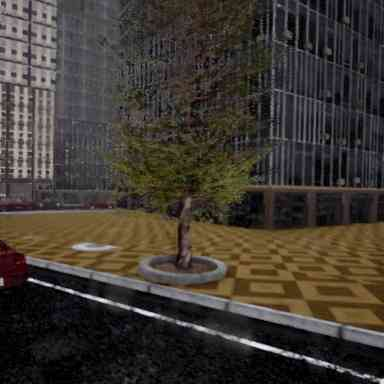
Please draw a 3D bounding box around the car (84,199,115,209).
[{"bbox_3d":[-14.276,1.959,51.093,4.507,1.381,1.887,1,1,-34],"label":"car"}]

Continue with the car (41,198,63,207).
[{"bbox_3d":[-23.402,1.714,54.393,4.403,1.369,2.008,1,1,-34],"label":"car"}]

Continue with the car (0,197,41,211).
[{"bbox_3d":[-23.626,1.638,44.685,5.009,1.841,2.192,1,1,-34],"label":"car"}]

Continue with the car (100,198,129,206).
[{"bbox_3d":[-14.186,1.778,60.700,4.829,1.417,1.752,1,1,-34],"label":"car"}]

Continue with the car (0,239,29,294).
[{"bbox_3d":[-5.501,1.519,7.486,4.674,1.442,1.812,0,0,35],"label":"car"}]
